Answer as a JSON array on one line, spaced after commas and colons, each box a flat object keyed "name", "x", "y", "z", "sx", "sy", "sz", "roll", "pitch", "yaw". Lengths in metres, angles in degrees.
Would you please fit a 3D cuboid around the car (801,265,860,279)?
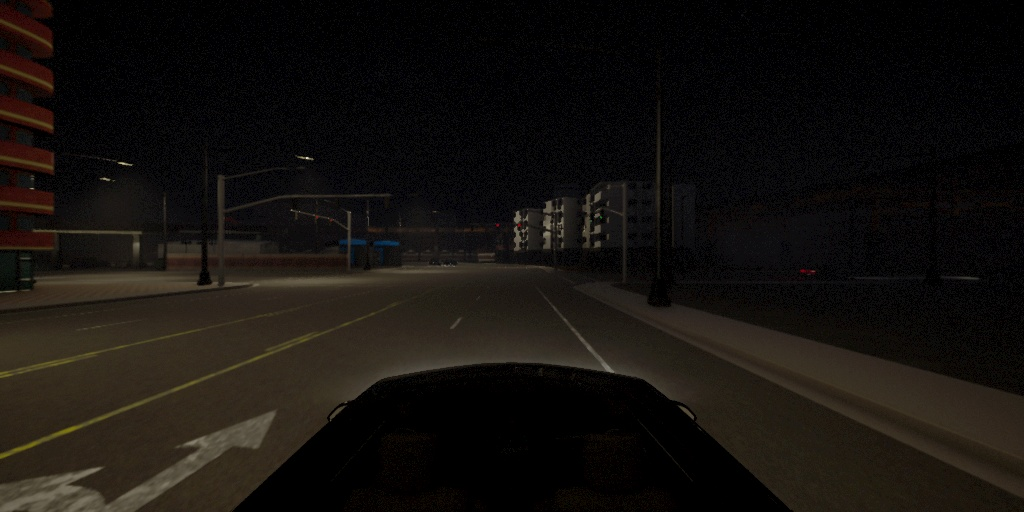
[{"name": "car", "x": 32.732, "y": 1.617, "z": 36.922, "sx": 4.718, "sy": 1.301, "sz": 1.895, "roll": 0, "pitch": 0, "yaw": -1}]

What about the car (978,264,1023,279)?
[{"name": "car", "x": 49.749, "y": 1.558, "z": 35.204, "sx": 4.892, "sy": 1.490, "sz": 1.837, "roll": 1, "pitch": 0, "yaw": 38}]
